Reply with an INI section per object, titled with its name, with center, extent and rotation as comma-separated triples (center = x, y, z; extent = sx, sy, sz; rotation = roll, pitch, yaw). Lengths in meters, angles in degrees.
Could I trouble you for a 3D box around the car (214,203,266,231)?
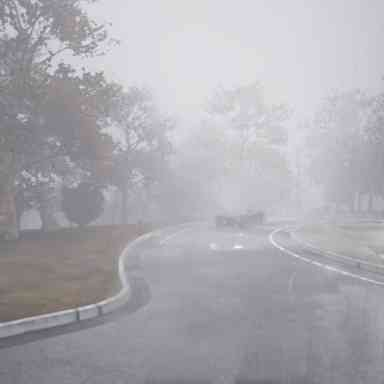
[car]
center = 3.197, 1.519, 21.497
extent = 1.882, 1.535, 5.008
rotation = -1, -1, 32
